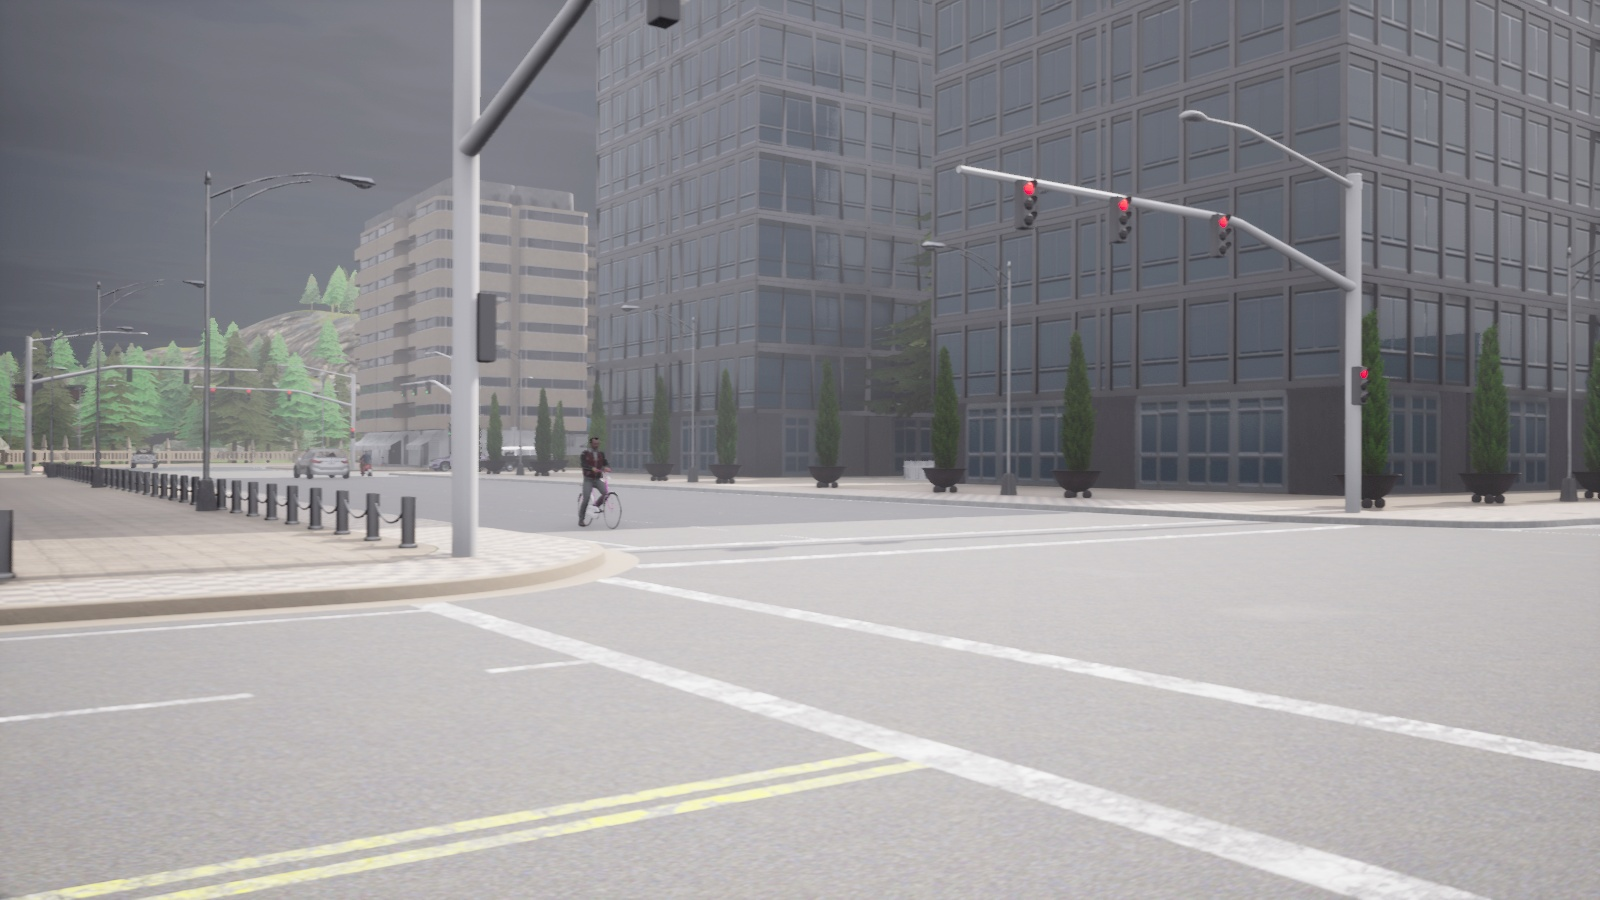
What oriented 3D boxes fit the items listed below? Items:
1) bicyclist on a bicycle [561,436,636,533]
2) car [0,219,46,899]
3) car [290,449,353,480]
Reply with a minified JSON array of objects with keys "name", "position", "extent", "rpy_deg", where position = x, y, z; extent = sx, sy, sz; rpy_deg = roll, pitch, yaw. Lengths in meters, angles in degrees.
[{"name":"bicyclist on a bicycle","position":[-3.881,0.643,24.063],"extent":[0.659,1.776,1.843],"rpy_deg":[0,0,-35]},{"name":"car","position":[-3.673,0.531,1.104],"extent":[5.027,1.651,2.152],"rpy_deg":[0,0,-35]},{"name":"car","position":[-26.539,0.788,69.518],"extent":[2.242,1.667,4.611],"rpy_deg":[0,0,-35]}]
